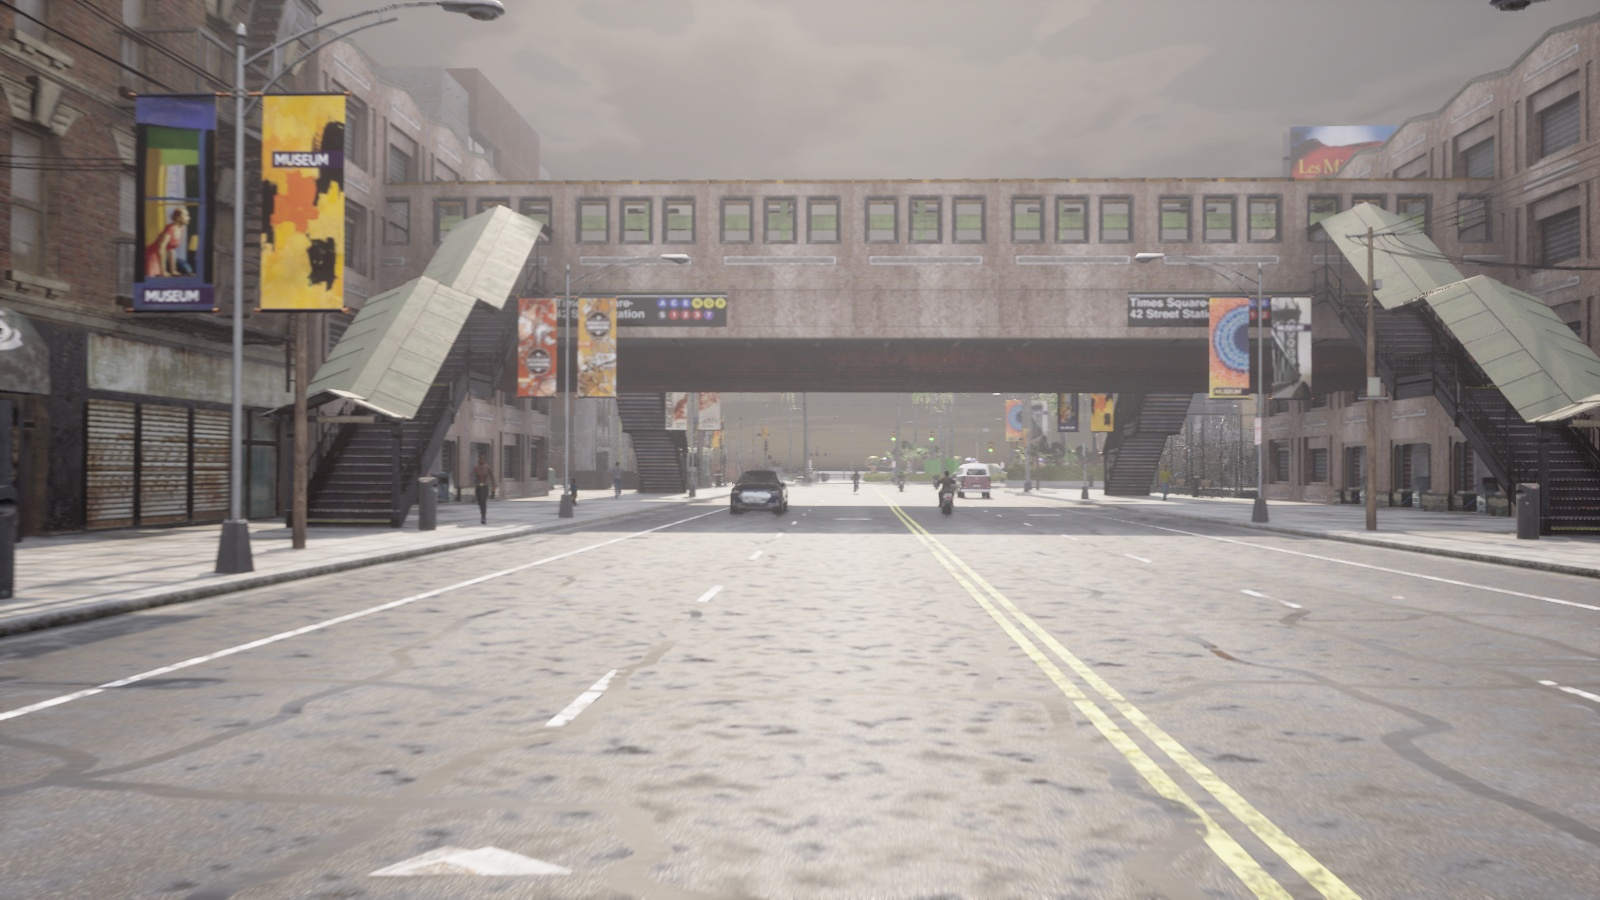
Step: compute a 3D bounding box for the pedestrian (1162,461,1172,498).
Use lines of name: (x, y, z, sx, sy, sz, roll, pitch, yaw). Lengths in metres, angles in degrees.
pedestrian: (18.119, 1.452, 62.028, 0.354, 1.836, 0.706, 0, -1, 5)

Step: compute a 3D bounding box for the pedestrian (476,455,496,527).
pedestrian: (-7.953, 1.030, 31.816, 0.328, 1.805, 0.869, 0, -1, -4)

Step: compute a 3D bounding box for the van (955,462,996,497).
van: (10.496, 1.767, 75.402, 2.069, 2.038, 4.480, 0, -1, 3)

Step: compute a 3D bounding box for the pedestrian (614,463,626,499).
pedestrian: (-9.154, 1.568, 63.737, 0.354, 1.836, 0.706, 0, -1, 14)

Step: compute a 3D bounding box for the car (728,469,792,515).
car: (-1.432, 1.541, 47.256, 2.033, 1.649, 4.856, 0, -1, 3)

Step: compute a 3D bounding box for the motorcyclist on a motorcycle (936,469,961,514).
motorcyclist on a motorcycle: (5.578, 1.540, 47.338, 0.766, 1.649, 2.350, 0, -1, 3)

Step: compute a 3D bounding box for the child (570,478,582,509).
child: (-8.755, 1.702, 49.106, 0.343, 1.192, 0.448, 0, -1, 13)
